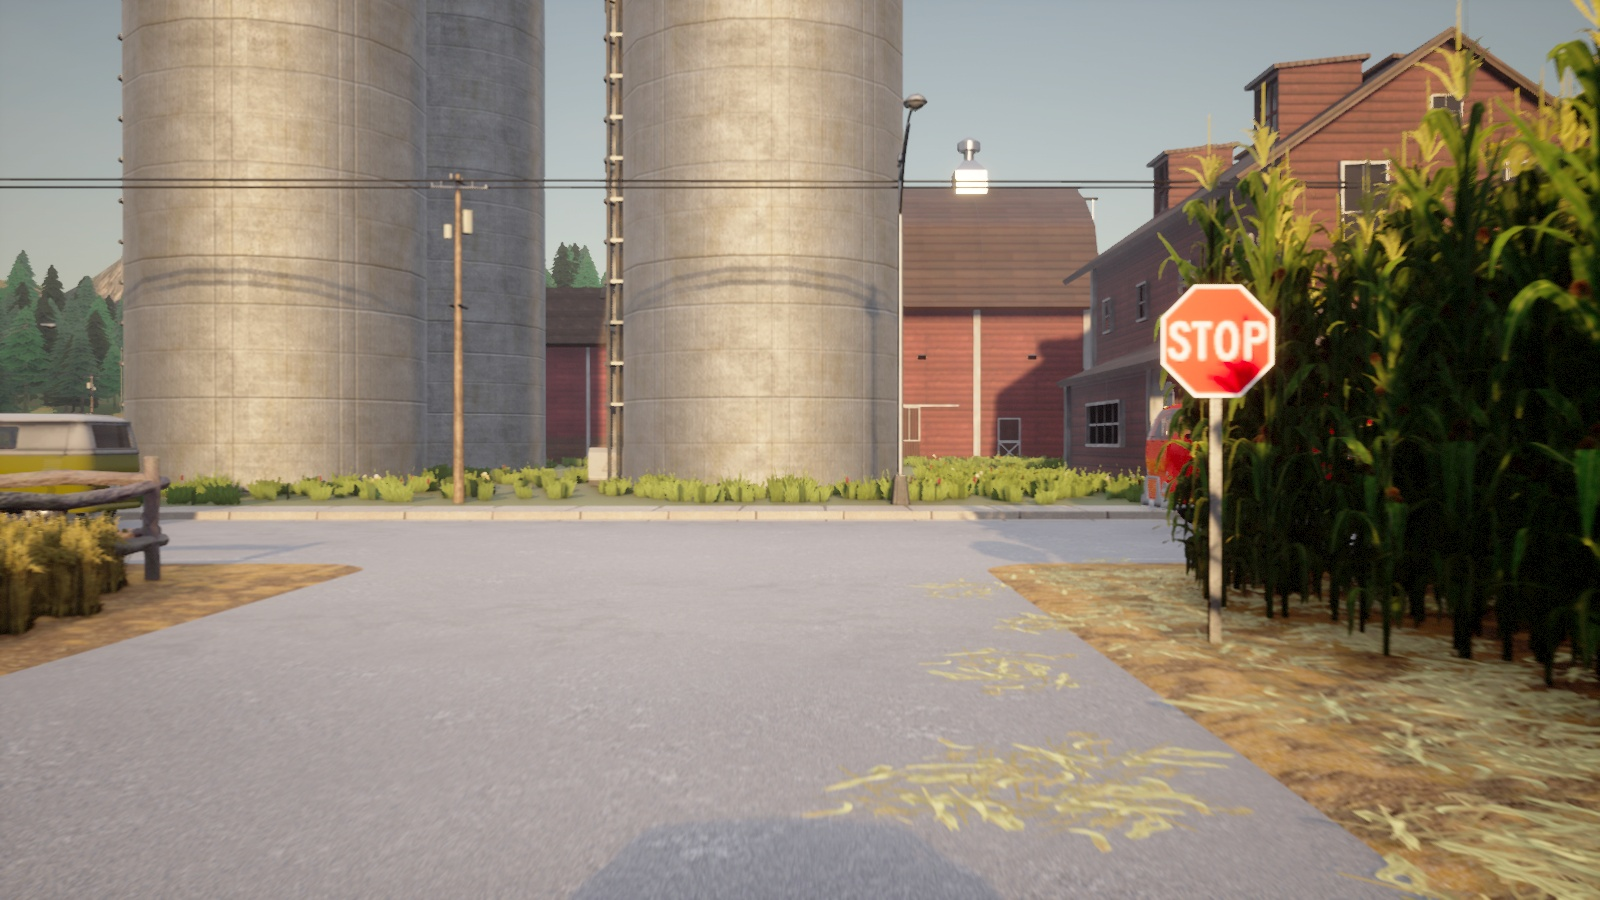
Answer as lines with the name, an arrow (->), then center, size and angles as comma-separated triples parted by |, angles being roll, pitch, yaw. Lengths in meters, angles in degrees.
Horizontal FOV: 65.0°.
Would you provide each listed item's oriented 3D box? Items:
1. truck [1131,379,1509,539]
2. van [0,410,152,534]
truck -> 8.491, 0.125, 20.992 | 5.204, 2.467, 2.627 | 0, 0, 0
van -> -13.532, 0.341, 21.038 | 4.442, 1.987, 1.775 | 0, 0, 1
